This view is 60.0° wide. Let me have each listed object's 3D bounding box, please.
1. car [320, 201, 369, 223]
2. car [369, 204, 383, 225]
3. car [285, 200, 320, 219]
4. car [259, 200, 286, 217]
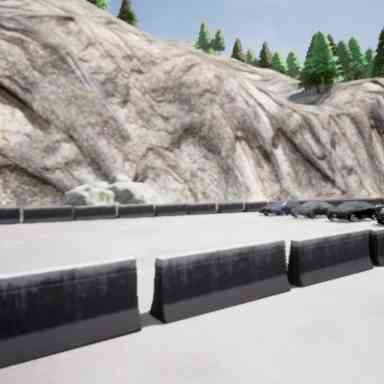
[{"bbox_3d":[12.374,1.451,25.540,5.008,1.535,1.882,0,0,-35],"label":"car"},{"bbox_3d":[14.959,1.186,23.075,5.566,2.045,2.150,0,0,-35],"label":"car"},{"bbox_3d":[10.451,1.492,28.465,4.674,1.442,1.812,0,0,-35],"label":"car"},{"bbox_3d":[8.783,1.507,31.569,5.357,1.411,2.033,0,0,-35],"label":"car"}]
